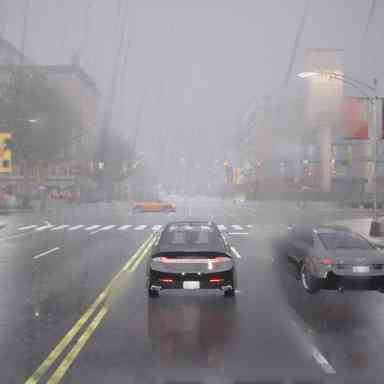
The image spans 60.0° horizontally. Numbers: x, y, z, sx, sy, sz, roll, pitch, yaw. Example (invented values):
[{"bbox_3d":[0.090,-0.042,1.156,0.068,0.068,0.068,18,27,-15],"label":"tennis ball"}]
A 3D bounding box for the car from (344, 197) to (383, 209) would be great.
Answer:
[{"bbox_3d":[23.014,1.478,43.096,5.008,1.535,1.882,0,0,0],"label":"car"}]

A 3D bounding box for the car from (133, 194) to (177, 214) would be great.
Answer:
[{"bbox_3d":[-3.814,1.352,34.718,4.553,1.767,2.097,0,0,0],"label":"car"}]

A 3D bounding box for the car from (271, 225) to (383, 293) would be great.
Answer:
[{"bbox_3d":[3.479,1.564,8.867,1.994,1.385,4.181,0,0,0],"label":"car"}]

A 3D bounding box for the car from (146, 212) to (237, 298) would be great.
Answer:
[{"bbox_3d":[-0.020,1.492,8.530,2.128,1.511,4.902,0,0,0],"label":"car"}]

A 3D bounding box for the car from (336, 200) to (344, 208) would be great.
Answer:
[{"bbox_3d":[22.793,1.492,46.591,4.902,1.511,2.128,0,0,0],"label":"car"}]
